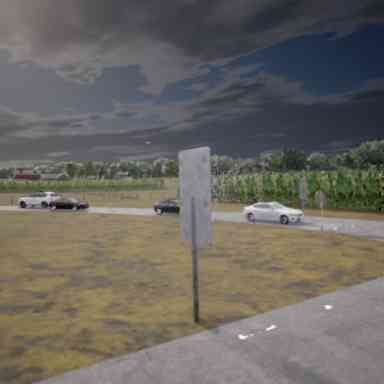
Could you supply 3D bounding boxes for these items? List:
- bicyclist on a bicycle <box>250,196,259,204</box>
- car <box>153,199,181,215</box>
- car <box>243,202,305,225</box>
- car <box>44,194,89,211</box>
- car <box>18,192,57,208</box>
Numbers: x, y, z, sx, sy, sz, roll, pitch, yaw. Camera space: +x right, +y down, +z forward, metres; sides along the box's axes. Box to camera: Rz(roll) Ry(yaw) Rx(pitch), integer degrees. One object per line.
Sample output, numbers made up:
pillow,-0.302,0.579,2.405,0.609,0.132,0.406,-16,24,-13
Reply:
bicyclist on a bicycle,6.172,1.186,32.790,0.582,1.620,1.656,1,1,43
car,-1.476,1.400,31.203,4.892,1.490,1.837,0,2,38
car,5.813,1.452,24.152,1.812,1.442,4.674,-3,2,-42
car,-14.317,1.391,38.824,5.008,1.535,1.882,0,2,22
car,-20.130,1.052,43.865,5.566,2.045,2.150,0,2,15
